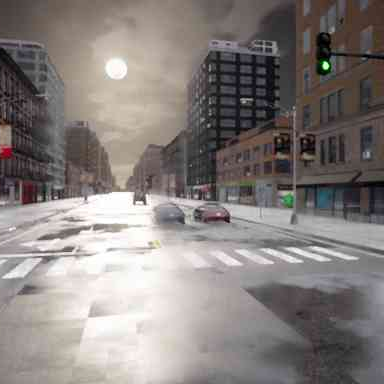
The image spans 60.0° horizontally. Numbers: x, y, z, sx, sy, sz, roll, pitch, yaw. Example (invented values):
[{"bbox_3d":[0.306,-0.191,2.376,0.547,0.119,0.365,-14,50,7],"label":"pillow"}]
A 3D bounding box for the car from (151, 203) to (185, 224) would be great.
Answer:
[{"bbox_3d":[-1.786,1.500,23.982,1.994,1.385,4.181,0,0,-12],"label":"car"}]

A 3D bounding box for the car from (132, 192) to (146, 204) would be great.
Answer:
[{"bbox_3d":[-9.134,1.057,57.792,2.150,2.045,5.566,0,0,-12],"label":"car"}]

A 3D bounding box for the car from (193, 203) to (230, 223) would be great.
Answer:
[{"bbox_3d":[1.379,1.500,24.723,1.994,1.385,4.181,0,0,-12],"label":"car"}]
